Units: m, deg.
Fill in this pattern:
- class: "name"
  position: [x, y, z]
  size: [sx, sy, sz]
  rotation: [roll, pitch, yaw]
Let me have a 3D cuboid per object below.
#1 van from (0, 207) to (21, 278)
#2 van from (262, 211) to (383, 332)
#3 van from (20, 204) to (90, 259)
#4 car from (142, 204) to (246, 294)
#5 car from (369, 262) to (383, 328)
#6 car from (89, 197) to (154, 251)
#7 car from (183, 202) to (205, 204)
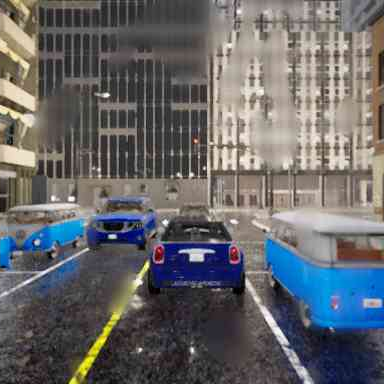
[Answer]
- class: "van"
  position: [-5.313, 1.345, 6.572]
  size: [1.690, 1.788, 3.998]
  rotation: [0, 0, 0]
- class: "van"
  position: [2.568, 1.345, 6.581]
  size: [1.690, 1.788, 3.998]
  rotation: [0, 0, 0]
- class: "van"
  position: [-5.315, 1.350, 12.262]
  size: [1.690, 1.788, 3.998]
  rotation: [0, 0, 0]
- class: "car"
  position: [0.097, 1.358, 8.958]
  size: [2.097, 1.767, 4.553]
  rotation: [0, 0, 0]
- class: "car"
  position: [2.569, 1.440, 0.891]
  size: [1.967, 1.590, 4.097]
  rotation: [0, 0, 0]
- class: "car"
  position: [-2.783, 1.234, 14.500]
  size: [2.150, 2.045, 5.566]
  rotation: [0, 0, 0]
- class: "car"
  position: [0.117, 1.366, 18.984]
  size: [2.097, 1.767, 4.553]
  rotation: [0, 0, 0]
